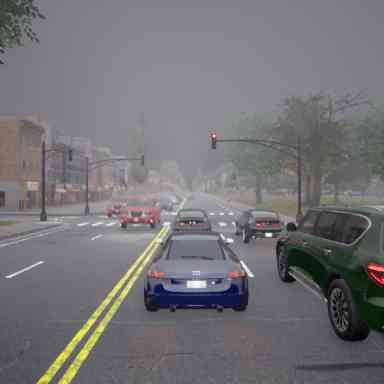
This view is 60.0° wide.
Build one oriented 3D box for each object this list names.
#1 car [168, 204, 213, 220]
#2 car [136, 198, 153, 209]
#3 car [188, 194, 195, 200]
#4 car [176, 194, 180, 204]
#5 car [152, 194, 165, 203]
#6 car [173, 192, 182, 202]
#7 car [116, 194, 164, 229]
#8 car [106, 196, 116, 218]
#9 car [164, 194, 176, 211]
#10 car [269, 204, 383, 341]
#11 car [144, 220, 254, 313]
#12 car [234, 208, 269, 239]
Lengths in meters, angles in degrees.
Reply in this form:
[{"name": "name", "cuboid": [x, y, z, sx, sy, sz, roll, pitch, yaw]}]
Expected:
[{"name": "car", "cuboid": [0.008, 1.582, 16.675, 1.837, 1.490, 4.892, 0, 0, 1]}, {"name": "car", "cuboid": [-6.689, 1.619, 47.502, 1.812, 1.442, 4.674, 0, 0, 0]}, {"name": "car", "cuboid": [-0.167, 1.304, 84.399, 2.128, 1.511, 4.902, 0, 0, 0]}, {"name": "car", "cuboid": [-3.447, 1.541, 57.335, 1.812, 1.442, 4.674, 0, 1, 0]}, {"name": "car", "cuboid": [-6.658, 1.283, 66.545, 2.097, 1.767, 4.553, 0, 1, 0]}, {"name": "car", "cuboid": [-3.394, 1.102, 72.798, 2.150, 2.045, 5.566, 0, 1, 0]}, {"name": "car", "cuboid": [-3.394, 1.335, 22.968, 2.150, 2.045, 5.566, 0, 0, 0]}, {"name": "car", "cuboid": [-6.665, 1.362, 32.378, 2.150, 2.045, 5.566, 0, 0, 0]}, {"name": "car", "cuboid": [-3.429, 1.474, 41.378, 2.097, 1.767, 4.553, 0, 0, 0]}, {"name": "car", "cuboid": [3.314, 1.235, 6.641, 2.150, 2.045, 5.566, 0, 0, 0]}, {"name": "car", "cuboid": [0.065, 1.583, 7.787, 1.994, 1.385, 4.181, 0, 0, 0]}, {"name": "car", "cuboid": [3.262, 1.581, 16.503, 1.837, 1.490, 4.892, 0, 0, 0]}]
